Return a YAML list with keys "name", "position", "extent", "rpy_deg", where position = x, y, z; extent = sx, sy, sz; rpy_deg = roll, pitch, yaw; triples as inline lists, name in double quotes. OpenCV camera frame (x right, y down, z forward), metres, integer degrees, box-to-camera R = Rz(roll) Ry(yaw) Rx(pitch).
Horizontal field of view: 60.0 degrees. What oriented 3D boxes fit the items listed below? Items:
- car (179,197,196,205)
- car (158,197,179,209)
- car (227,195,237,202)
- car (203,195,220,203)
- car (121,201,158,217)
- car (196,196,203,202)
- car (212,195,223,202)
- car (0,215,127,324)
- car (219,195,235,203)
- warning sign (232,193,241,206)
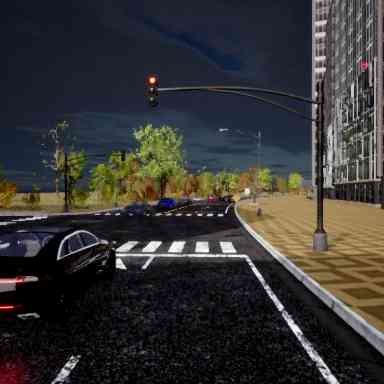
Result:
- name: "car"
  position: [-1.260, 1.553, 59.542]
  extent: [2.033, 1.411, 5.357]
  rpy_deg: [0, 0, 11]
- name: "car"
  position: [-3.426, 1.478, 45.293]
  extent: [1.882, 1.535, 5.008]
  rpy_deg: [0, 0, 8]
- name: "car"
  position: [9.621, 1.498, 80.376]
  extent: [1.882, 1.535, 5.008]
  rpy_deg: [0, 0, 14]
- name: "car"
  position: [4.370, 1.366, 71.171]
  extent: [2.097, 1.767, 4.553]
  rpy_deg: [0, 0, 12]
- name: "car"
  position: [-5.019, 1.546, 31.267]
  extent: [2.033, 1.411, 5.357]
  rpy_deg: [0, 0, 5]
- name: "car"
  position: [1.465, 1.594, 73.666]
  extent: [1.895, 1.301, 4.718]
  rpy_deg: [0, 0, 11]
- name: "car"
  position: [6.327, 1.495, 80.564]
  extent: [1.882, 1.535, 5.008]
  rpy_deg: [0, 0, 14]
- name: "car"
  position: [-2.993, 1.491, 7.121]
  extent: [2.128, 1.511, 4.902]
  rpy_deg: [0, 0, 1]
- name: "car"
  position: [7.488, 1.493, 70.118]
  extent: [1.882, 1.535, 5.008]
  rpy_deg: [0, 0, 12]
- name: "warning sign"
  position: [6.460, 1.122, 48.222]
  extent: [1.300, 1.860, 1.060]
  rpy_deg: [0, 0, 8]
